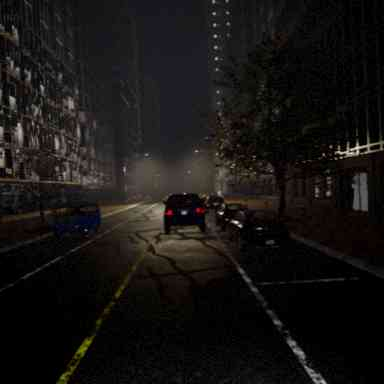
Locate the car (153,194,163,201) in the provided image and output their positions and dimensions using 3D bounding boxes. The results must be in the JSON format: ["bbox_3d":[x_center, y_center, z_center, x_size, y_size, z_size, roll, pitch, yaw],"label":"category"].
[{"bbox_3d":[-7.560,1.187,74.955,1.802,1.307,4.206,-3,1,-1],"label":"car"}]

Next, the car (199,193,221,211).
[{"bbox_3d":[1.801,1.011,35.319,1.967,1.590,4.097,-3,1,-1],"label":"car"}]

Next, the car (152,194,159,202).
[{"bbox_3d":[-7.419,1.207,69.263,1.887,1.381,4.507,-3,1,-1],"label":"car"}]

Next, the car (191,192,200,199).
[{"bbox_3d":[0.807,0.759,75.153,1.947,1.339,4.313,-3,1,-1],"label":"car"}]

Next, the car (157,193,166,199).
[{"bbox_3d":[-7.848,1.035,86.335,1.887,1.381,4.507,-3,1,-1],"label":"car"}]

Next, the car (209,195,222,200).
[{"bbox_3d":[1.944,1.062,29.629,1.967,1.590,4.097,-3,1,-1],"label":"car"}]

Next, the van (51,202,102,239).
[{"bbox_3d":[-6.144,1.475,18.045,1.690,1.788,3.998,-3,1,-1],"label":"van"}]

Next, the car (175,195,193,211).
[{"bbox_3d":[-0.854,1.185,37.341,1.837,1.490,4.892,-3,1,-1],"label":"car"}]

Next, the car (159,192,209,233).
[{"bbox_3d":[-0.430,1.068,18.999,2.150,2.045,5.566,-3,1,-1],"label":"car"}]

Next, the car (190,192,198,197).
[{"bbox_3d":[0.521,0.644,86.533,1.947,1.339,4.313,-3,1,-1],"label":"car"}]

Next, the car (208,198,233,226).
[{"bbox_3d":[2.234,1.272,18.249,2.008,1.369,4.403,-3,1,-1],"label":"car"}]

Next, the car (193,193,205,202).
[{"bbox_3d":[1.235,0.906,58.082,1.887,1.381,4.507,-3,1,-1],"label":"car"}]

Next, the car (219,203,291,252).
[{"bbox_3d":[2.377,1.320,12.558,2.008,1.369,4.403,-3,1,-1],"label":"car"}]

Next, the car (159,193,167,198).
[{"bbox_3d":[-7.991,0.997,92.026,1.947,1.339,4.313,-3,1,-1],"label":"car"}]
